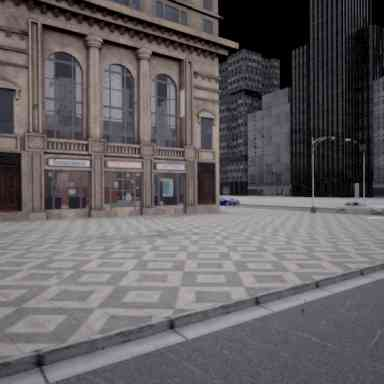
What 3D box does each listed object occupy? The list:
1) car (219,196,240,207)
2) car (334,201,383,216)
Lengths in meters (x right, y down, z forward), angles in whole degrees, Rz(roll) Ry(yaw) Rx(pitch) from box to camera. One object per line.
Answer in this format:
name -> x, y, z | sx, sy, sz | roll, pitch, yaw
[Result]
car -> 4.837, 1.365, 48.316 | 1.882, 1.535, 5.008 | -1, 1, -34
car -> 16.142, 1.546, 31.591 | 1.895, 1.301, 4.718 | -1, 1, -34
